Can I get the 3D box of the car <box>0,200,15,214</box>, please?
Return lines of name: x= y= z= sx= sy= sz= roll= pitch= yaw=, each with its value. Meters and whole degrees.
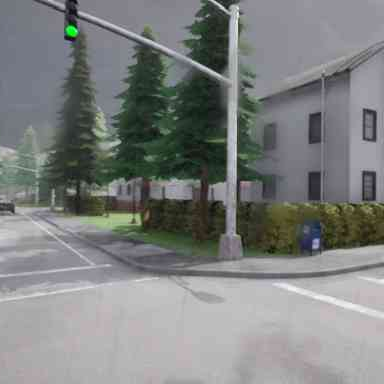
car: x=-21.071 y=1.657 z=37.472 sx=1.837 sy=1.490 sz=4.892 roll=1 pitch=-1 yaw=-32
